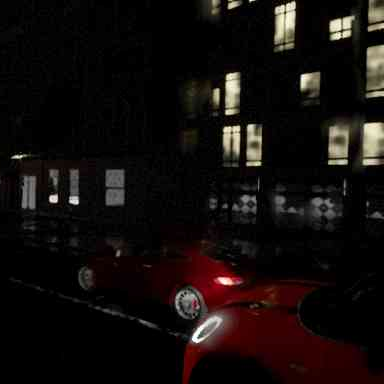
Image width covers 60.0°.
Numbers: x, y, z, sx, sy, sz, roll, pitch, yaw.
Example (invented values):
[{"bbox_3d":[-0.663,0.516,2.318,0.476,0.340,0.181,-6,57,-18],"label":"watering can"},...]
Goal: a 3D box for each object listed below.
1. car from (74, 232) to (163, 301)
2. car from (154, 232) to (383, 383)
[{"bbox_3d":[-0.585,1.478,6.776,4.206,1.307,1.802,2,1,34],"label":"car"},{"bbox_3d":[2.131,1.370,2.791,4.553,1.767,2.097,2,1,34],"label":"car"}]
